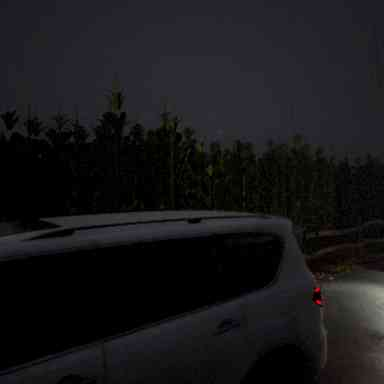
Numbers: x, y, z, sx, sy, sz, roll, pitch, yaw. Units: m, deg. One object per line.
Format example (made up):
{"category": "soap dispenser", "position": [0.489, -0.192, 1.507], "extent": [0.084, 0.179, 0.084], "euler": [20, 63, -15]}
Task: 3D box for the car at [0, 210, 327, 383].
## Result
{"category": "car", "position": [-1.183, 1.224, 2.609], "extent": [5.566, 2.045, 2.150], "euler": [0, 0, -38]}
